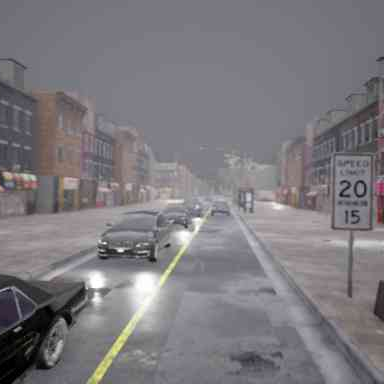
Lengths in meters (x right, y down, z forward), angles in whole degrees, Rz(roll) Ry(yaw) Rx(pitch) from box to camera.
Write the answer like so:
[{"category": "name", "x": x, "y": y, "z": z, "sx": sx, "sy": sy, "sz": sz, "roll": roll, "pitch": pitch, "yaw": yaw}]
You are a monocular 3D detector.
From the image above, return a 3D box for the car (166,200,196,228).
[{"category": "car", "x": -1.007, "y": 1.514, "z": 22.251, "sx": 1.837, "sy": 1.490, "sz": 4.892, "roll": 1, "pitch": 0, "yaw": 5}]

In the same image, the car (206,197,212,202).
[{"category": "car", "x": 3.883, "y": 1.764, "z": 77.064, "sx": 2.033, "sy": 1.411, "sz": 5.357, "roll": 1, "pitch": 0, "yaw": 5}]

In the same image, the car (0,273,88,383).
[{"category": "car", "x": -2.710, "y": 1.544, "z": 2.942, "sx": 1.895, "sy": 1.301, "sz": 4.718, "roll": 1, "pitch": 0, "yaw": 5}]

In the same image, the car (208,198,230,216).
[{"category": "car", "x": 2.990, "y": 1.668, "z": 34.664, "sx": 2.033, "sy": 1.411, "sz": 5.357, "roll": 1, "pitch": 0, "yaw": 5}]

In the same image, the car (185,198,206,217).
[{"category": "car", "x": -0.085, "y": 1.399, "z": 32.319, "sx": 2.097, "sy": 1.767, "sz": 4.553, "roll": 1, "pitch": 0, "yaw": 6}]

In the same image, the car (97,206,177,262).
[{"category": "car", "x": -1.892, "y": 1.479, "z": 12.224, "sx": 1.837, "sy": 1.490, "sz": 4.892, "roll": 1, "pitch": 0, "yaw": 5}]

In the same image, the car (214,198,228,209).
[{"category": "car", "x": 4.258, "y": 1.661, "z": 49.171, "sx": 1.882, "sy": 1.535, "sz": 5.008, "roll": 1, "pitch": 0, "yaw": 5}]

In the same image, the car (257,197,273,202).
[{"category": "car", "x": 20.410, "y": 2.200, "z": 92.725, "sx": 4.313, "sy": 1.339, "sz": 1.947, "roll": 1, "pitch": 0, "yaw": 5}]
